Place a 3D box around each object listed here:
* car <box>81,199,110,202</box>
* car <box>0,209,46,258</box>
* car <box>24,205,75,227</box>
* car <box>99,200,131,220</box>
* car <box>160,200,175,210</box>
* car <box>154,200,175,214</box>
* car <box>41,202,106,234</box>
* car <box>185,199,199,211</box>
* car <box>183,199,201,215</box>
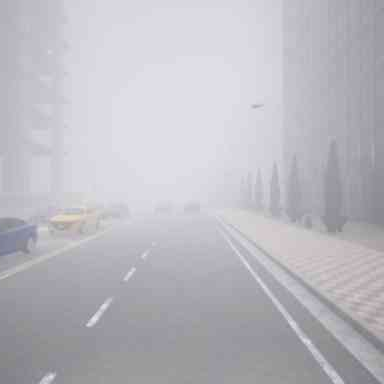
[{"bbox_3d":[-10.515,1.783,35.338,2.033,1.411,5.357,0,0,1],"label":"car"},{"bbox_3d":[-7.074,1.553,11.242,1.882,1.535,5.008,0,0,0],"label":"car"},{"bbox_3d":[-10.570,1.731,25.049,1.994,1.385,4.181,0,0,0],"label":"car"},{"bbox_3d":[-7.039,1.755,31.169,2.033,1.411,5.357,0,0,1],"label":"car"},{"bbox_3d":[-3.532,1.890,48.958,1.994,1.385,4.181,0,0,-1],"label":"car"},{"bbox_3d":[-3.394,1.809,39.249,2.033,1.411,5.357,0,0,0],"label":"car"},{"bbox_3d":[-7.066,1.615,20.509,1.882,1.535,5.008,0,0,0],"label":"car"},{"bbox_3d":[0.069,1.799,48.292,1.882,1.535,5.008,0,0,2],"label":"car"},{"bbox_3d":[0.006,1.732,38.164,1.882,1.535,5.008,0,0,0],"label":"car"}]
